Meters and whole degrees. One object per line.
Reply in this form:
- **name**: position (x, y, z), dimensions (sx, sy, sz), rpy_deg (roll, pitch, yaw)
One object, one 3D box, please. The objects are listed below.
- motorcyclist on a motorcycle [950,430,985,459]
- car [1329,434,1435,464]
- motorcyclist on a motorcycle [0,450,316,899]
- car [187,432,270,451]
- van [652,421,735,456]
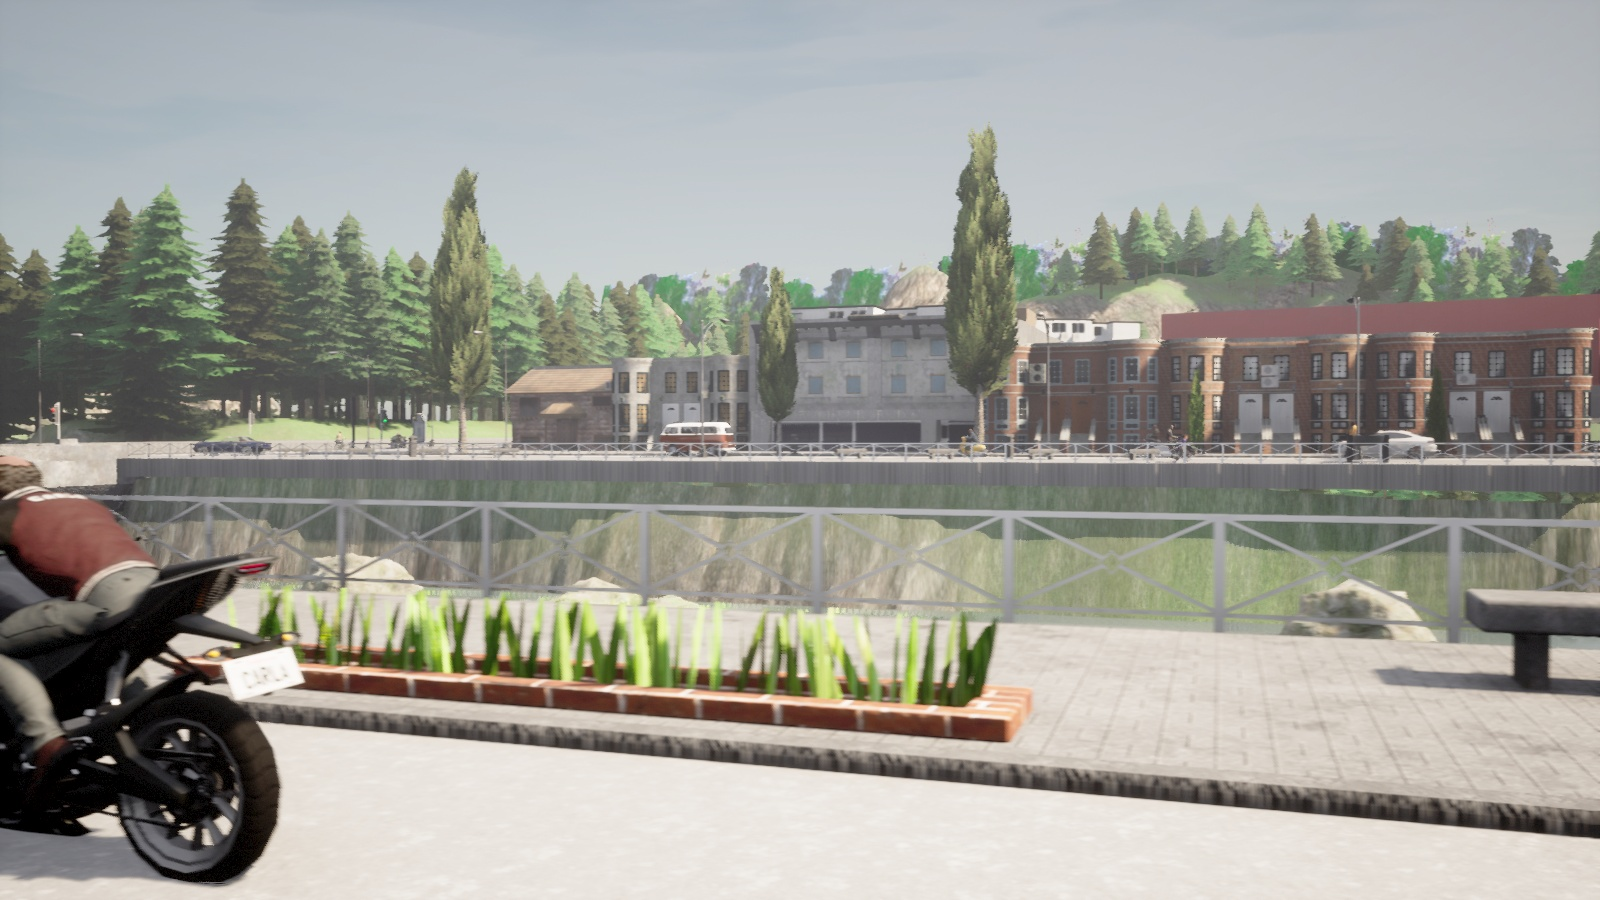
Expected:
- **motorcyclist on a motorcycle**: position (9.317, -0.304, 69.856), dimensions (1.817, 1.590, 0.866), rpy_deg (1, 1, 19)
- **car**: position (29.203, -0.049, 63.173), dimensions (4.674, 1.442, 1.812), rpy_deg (1, 1, 19)
- **motorcyclist on a motorcycle**: position (-3.031, 0.774, 4.742), dimensions (2.191, 1.530, 0.866), rpy_deg (1, 1, 19)
- **car**: position (-38.463, -0.574, 84.615), dimensions (4.718, 1.301, 1.895), rpy_deg (0, 1, -2)
- **van**: position (-6.339, -0.677, 75.114), dimensions (4.480, 2.038, 2.069), rpy_deg (1, 1, 19)
